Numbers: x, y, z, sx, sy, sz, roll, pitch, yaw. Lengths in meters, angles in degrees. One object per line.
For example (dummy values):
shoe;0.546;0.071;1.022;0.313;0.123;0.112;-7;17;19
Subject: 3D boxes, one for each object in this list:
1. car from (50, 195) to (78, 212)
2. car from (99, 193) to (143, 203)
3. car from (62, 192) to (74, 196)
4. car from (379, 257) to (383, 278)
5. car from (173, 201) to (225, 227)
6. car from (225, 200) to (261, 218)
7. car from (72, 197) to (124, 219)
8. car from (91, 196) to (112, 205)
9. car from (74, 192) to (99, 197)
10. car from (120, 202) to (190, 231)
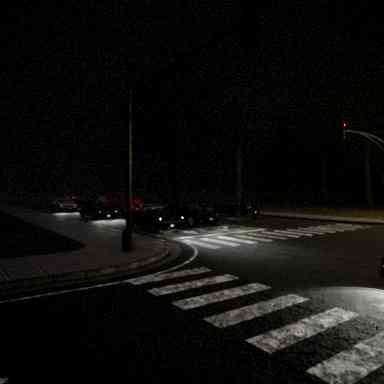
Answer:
car;-14.066;1.400;36.375;1.812;1.442;4.674;0;0;-36
car;-6.454;1.116;31.401;2.150;2.045;5.566;0;0;-36
car;-21.414;1.038;57.734;2.150;2.045;5.566;0;0;-36
car;6.544;1.555;8.325;4.181;1.385;1.994;0;0;-35
car;-0.220;1.409;22.804;1.882;1.535;5.008;0;0;-35
car;3.718;1.402;28.773;2.128;1.511;4.902;0;0;-36
car;-8.031;1.454;28.044;2.033;1.411;5.357;0;0;-36
car;-14.782;1.348;54.175;1.812;1.442;4.674;0;0;-35
car;-15.604;1.186;49.812;2.097;1.767;4.553;0;0;-35
car;-2.373;1.542;20.230;1.895;1.301;4.718;0;0;-36
